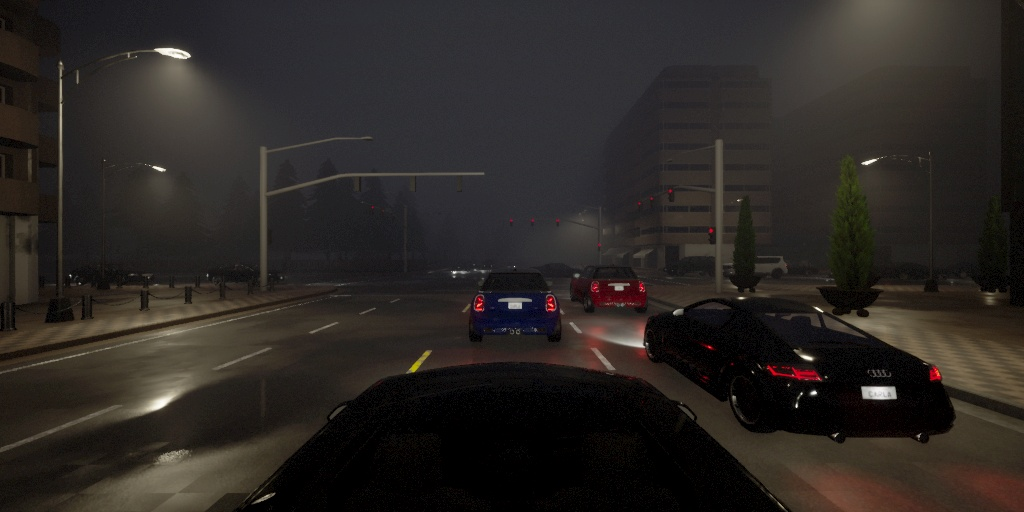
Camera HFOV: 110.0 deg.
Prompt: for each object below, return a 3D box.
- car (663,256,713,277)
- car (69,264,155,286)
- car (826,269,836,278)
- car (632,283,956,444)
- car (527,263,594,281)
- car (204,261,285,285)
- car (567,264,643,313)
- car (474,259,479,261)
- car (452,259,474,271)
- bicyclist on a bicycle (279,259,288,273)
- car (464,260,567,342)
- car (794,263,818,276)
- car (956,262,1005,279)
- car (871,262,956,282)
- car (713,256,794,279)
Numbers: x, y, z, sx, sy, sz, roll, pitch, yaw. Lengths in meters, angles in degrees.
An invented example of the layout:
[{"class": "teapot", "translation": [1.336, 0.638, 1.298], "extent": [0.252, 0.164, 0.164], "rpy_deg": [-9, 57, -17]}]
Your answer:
[{"class": "car", "translation": [18.432, 1.028, 36.537], "extent": [5.566, 2.045, 2.150], "rpy_deg": [0, 0, 0]}, {"class": "car", "translation": [-28.522, 1.297, 25.671], "extent": [4.902, 1.511, 2.128], "rpy_deg": [0, 0, 0]}, {"class": "car", "translation": [31.815, 1.331, 33.081], "extent": [4.674, 1.442, 1.812], "rpy_deg": [0, 0, 0]}, {"class": "car", "translation": [3.608, 1.314, 5.531], "extent": [1.994, 1.385, 4.181], "rpy_deg": [0, 0, 0]}, {"class": "car", "translation": [4.173, 1.311, 31.104], "extent": [5.357, 1.411, 2.033], "rpy_deg": [0, 0, 24]}, {"class": "car", "translation": [-18.988, 1.297, 25.704], "extent": [4.902, 1.511, 2.128], "rpy_deg": [0, 0, 0]}, {"class": "car", "translation": [3.609, 1.102, 14.172], "extent": [2.097, 1.767, 4.553], "rpy_deg": [0, 0, 0]}, {"class": "car", "translation": [-6.204, 1.253, 57.791], "extent": [1.837, 1.490, 4.892], "rpy_deg": [0, 0, 7]}, {"class": "car", "translation": [-6.845, 1.314, 48.692], "extent": [1.994, 1.385, 4.181], "rpy_deg": [0, 0, 3]}, {"class": "bicyclist on a bicycle", "translation": [-25.600, 1.106, 40.164], "extent": [0.582, 1.620, 1.656], "rpy_deg": [0, 0, 0]}, {"class": "car", "translation": [0.085, 1.102, 9.945], "extent": [2.097, 1.767, 4.553], "rpy_deg": [0, 0, 0]}, {"class": "car", "translation": [28.192, 1.406, 36.571], "extent": [4.718, 1.301, 1.895], "rpy_deg": [0, 0, 0]}, {"class": "car", "translation": [42.139, 1.283, 33.101], "extent": [5.008, 1.535, 1.882], "rpy_deg": [0, 0, 0]}, {"class": "car", "translation": [32.568, 1.283, 29.388], "extent": [5.008, 1.535, 1.882], "rpy_deg": [0, 0, 0]}, {"class": "car", "translation": [22.178, 1.027, 33.051], "extent": [5.566, 2.045, 2.150], "rpy_deg": [0, 0, 0]}]
